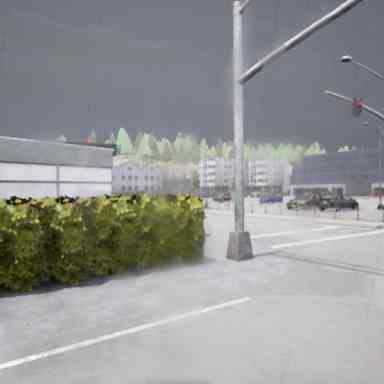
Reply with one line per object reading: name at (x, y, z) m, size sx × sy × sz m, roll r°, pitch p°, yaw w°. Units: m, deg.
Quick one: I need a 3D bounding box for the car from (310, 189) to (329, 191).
car at (24.483, 0.438, 61.289) m, size 4.605 × 1.855 × 1.932 m, roll -1°, pitch 0°, yaw -35°

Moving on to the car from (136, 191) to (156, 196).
car at (-7.820, 1.012, 61.663) m, size 3.806 × 1.475 × 1.970 m, roll -1°, pitch 0°, yaw -35°

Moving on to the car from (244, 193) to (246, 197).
car at (11.218, 0.579, 79.003) m, size 3.806 × 1.475 × 1.970 m, roll -1°, pitch 0°, yaw -35°

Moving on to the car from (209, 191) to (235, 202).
car at (5.658, 0.858, 55.928) m, size 4.514 × 1.523 × 2.007 m, roll -1°, pitch 0°, yaw -35°

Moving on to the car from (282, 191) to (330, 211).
car at (11.836, 0.985, 33.606) m, size 5.027 × 1.636 × 2.152 m, roll -1°, pitch 0°, yaw -35°

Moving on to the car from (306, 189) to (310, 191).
car at (22.481, 0.422, 63.435) m, size 3.866 × 1.878 × 1.905 m, roll -1°, pitch 0°, yaw -35°

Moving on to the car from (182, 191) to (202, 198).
car at (-0.893, 0.647, 66.547) m, size 4.605 × 1.855 × 1.932 m, roll -1°, pitch 0°, yaw -35°

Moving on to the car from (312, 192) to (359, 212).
car at (13.675, 0.993, 31.064) m, size 4.514 × 1.523 × 2.007 m, roll -1°, pitch 0°, yaw -35°

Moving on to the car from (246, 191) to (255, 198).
car at (15.157, 0.497, 73.926) m, size 5.027 × 1.636 × 2.152 m, roll -1°, pitch 0°, yaw -35°

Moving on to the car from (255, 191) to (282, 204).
car at (11.345, 0.881, 47.711) m, size 3.633 × 1.501 × 1.845 m, roll -1°, pitch 0°, yaw -35°

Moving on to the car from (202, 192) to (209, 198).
car at (3.343, 0.728, 77.970) m, size 4.514 × 1.523 × 2.007 m, roll -1°, pitch 0°, yaw -35°
